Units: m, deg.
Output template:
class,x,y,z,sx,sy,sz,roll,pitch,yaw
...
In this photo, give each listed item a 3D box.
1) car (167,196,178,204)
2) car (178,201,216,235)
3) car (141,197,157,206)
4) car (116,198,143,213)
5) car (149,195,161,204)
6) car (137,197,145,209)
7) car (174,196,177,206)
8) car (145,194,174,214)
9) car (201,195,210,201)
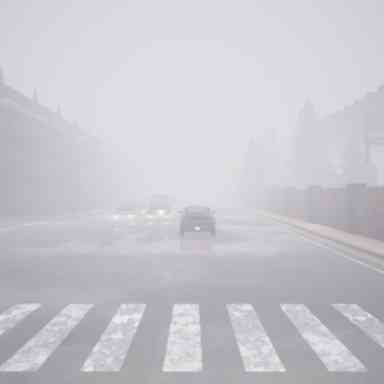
class,x,y,z,sx,sy,sz,roll,pitch,yaw
car,-3.738,1.557,64.942,1.895,1.301,4.718,0,0,-1
car,0.299,1.494,18.622,1.837,1.490,4.892,0,1,1
car,-7.121,1.511,55.333,2.033,1.411,5.357,0,0,0
car,-6.916,1.577,35.997,1.895,1.301,4.718,0,0,-1
car,-7.247,1.434,65.598,1.882,1.535,5.008,0,0,-1
car,-7.040,1.447,45.375,1.882,1.535,5.008,0,0,-1
car,-3.547,1.461,45.803,2.128,1.511,4.902,0,0,-1
car,-3.408,1.197,35.923,2.150,2.045,5.566,0,0,-1
car,3.094,1.427,76.746,1.882,1.535,5.008,0,0,-1
